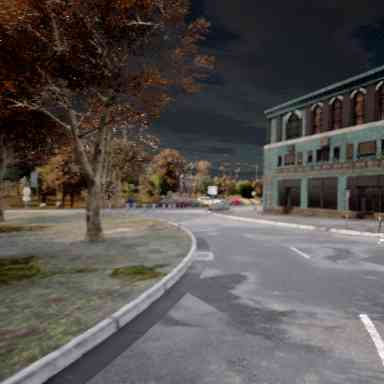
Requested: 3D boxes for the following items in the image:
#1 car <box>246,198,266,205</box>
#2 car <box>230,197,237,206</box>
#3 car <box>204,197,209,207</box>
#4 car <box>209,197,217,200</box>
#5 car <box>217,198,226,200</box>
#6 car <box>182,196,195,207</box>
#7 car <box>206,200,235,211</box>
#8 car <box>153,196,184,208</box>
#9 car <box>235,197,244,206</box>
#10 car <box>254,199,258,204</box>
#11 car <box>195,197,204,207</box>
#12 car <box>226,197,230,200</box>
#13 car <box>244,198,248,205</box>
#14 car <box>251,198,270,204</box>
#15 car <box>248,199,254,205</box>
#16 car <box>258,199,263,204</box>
[{"bbox_3d":[17.519,2.570,90.813,5.008,1.535,2.097,0,0,16],"label":"car"},{"bbox_3d":[7.098,2.494,76.323,4.792,1.488,2.163,1,0,15],"label":"car"},{"bbox_3d":[0.374,2.096,66.520,4.553,1.767,2.185,1,-1,14],"label":"car"},{"bbox_3d":[1.882,2.292,69.006,5.366,1.575,1.946,1,-1,14],"label":"car"},{"bbox_3d":[3.777,2.112,71.429,5.566,2.045,2.435,1,-1,14],"label":"car"},{"bbox_3d":[-2.923,1.807,61.576,5.566,2.045,2.435,1,-1,13],"label":"car"},{"bbox_3d":[4.276,2.223,49.531,1.994,1.385,4.181,1,-1,31],"label":"car"},{"bbox_3d":[-4.533,1.978,59.085,4.892,1.521,2.231,1,-1,13],"label":"car"},{"bbox_3d":[8.810,2.249,78.760,5.566,2.045,2.435,1,0,15],"label":"car"},{"bbox_3d":[13.990,2.426,86.029,4.553,1.767,2.185,0,0,16],"label":"car"},{"bbox_3d":[-1.218,1.890,64.046,5.566,2.045,2.435,1,-1,14],"label":"car"},{"bbox_3d":[5.462,2.294,73.871,4.553,1.767,2.185,1,0,14],"label":"car"},{"bbox_3d":[10.548,2.527,81.191,4.892,1.521,2.231,1,-1,15],"label":"car"},{"bbox_3d":[19.274,2.580,93.220,5.008,1.535,2.097,0,0,16],"label":"car"},{"bbox_3d":[12.284,2.542,83.601,5.008,1.535,2.097,0,0,15],"label":"car"},{"bbox_3d":[15.581,2.557,88.471,5.366,1.575,1.946,0,0,16],"label":"car"}]
